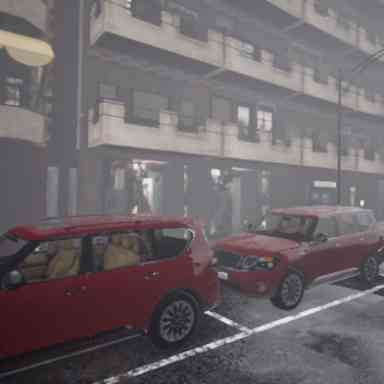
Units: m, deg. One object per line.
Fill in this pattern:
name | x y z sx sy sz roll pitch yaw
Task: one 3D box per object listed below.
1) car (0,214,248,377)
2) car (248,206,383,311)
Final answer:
car | -1.843 1.313 4.756 5.009 1.841 2.192 0 2 -35
car | 2.660 1.300 7.966 5.009 1.841 2.192 0 2 -35
